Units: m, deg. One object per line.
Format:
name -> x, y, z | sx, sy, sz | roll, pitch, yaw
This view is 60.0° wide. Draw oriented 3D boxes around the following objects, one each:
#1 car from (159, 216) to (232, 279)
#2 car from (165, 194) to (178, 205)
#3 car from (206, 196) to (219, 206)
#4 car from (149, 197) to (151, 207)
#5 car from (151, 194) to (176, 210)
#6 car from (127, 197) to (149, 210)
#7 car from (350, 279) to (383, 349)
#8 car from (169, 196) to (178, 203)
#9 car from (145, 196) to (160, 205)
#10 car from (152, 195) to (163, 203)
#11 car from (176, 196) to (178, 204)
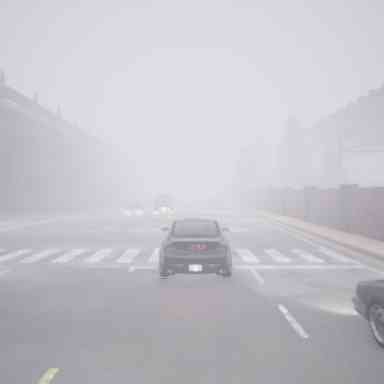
car -> 0.102, 1.504, 10.070 | 1.837, 1.490, 4.892 | 0, 0, 0
car -> -3.802, 1.351, 61.463 | 2.097, 1.767, 4.553 | 0, 0, -1
car -> 3.430, 1.477, 56.013 | 1.882, 1.535, 5.008 | 0, 0, -1
car -> -7.182, 1.476, 51.787 | 1.882, 1.535, 5.008 | 0, 0, -1
car -> -3.520, 1.221, 42.347 | 2.150, 2.045, 5.566 | 0, 0, -1
car -> -7.029, 1.600, 42.411 | 1.895, 1.301, 4.718 | 0, 0, -1
car -> 3.600, 1.548, 3.158 | 2.033, 1.411, 5.357 | 0, 0, 0
car -> -3.940, 1.586, 71.364 | 1.895, 1.301, 4.718 | 0, 0, -1
car -> -7.293, 1.546, 61.745 | 2.033, 1.411, 5.357 | 0, 0, 0
car -> -7.452, 1.474, 72.010 | 1.882, 1.535, 5.008 | 0, 0, -1
car -> -3.690, 1.490, 52.227 | 2.128, 1.511, 4.902 | 0, 0, -1
